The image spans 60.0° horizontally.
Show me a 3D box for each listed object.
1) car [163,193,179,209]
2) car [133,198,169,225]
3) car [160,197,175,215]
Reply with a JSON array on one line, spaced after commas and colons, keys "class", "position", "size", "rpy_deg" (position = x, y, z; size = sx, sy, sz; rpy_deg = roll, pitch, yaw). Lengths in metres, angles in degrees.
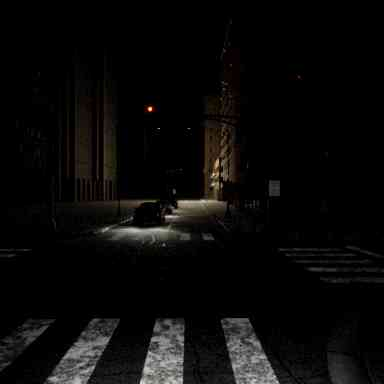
[{"class": "car", "position": [-3.001, 1.222, 45.122], "size": [2.150, 2.045, 5.566], "rpy_deg": [0, 0, 1]}, {"class": "car", "position": [-3.053, 1.479, 24.448], "size": [1.882, 1.535, 5.008], "rpy_deg": [0, 0, 0]}, {"class": "car", "position": [-3.036, 1.527, 34.412], "size": [1.812, 1.442, 4.674], "rpy_deg": [0, 0, 0]}]
